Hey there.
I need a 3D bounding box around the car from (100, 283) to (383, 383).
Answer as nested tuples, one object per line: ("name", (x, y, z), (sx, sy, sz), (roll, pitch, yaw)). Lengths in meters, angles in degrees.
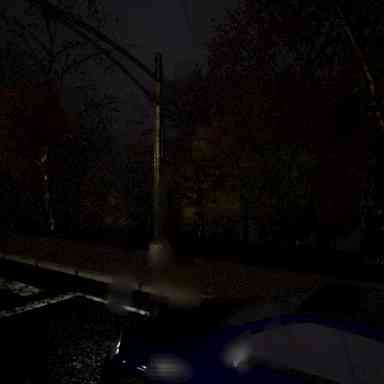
("car", (1.135, 1.564, 2.873), (4.181, 1.385, 1.994), (0, 0, 35))
